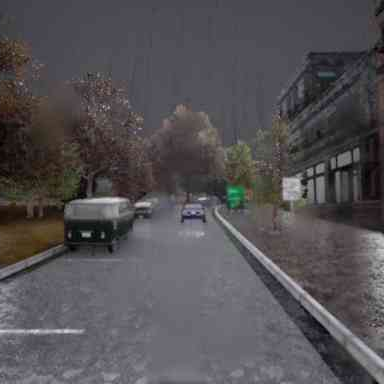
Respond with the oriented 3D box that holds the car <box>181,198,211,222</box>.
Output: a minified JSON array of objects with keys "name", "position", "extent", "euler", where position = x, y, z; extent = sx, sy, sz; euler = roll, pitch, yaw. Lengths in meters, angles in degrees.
[{"name":"car","position":[0.113,1.467,25.281],"extent":[2.033,1.411,5.357],"euler":[0,0,0]}]

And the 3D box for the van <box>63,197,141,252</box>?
[{"name":"van","position":[-3.628,1.233,13.883],"extent":[1.878,1.987,4.442],"euler":[1,0,2]}]

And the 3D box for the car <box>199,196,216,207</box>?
[{"name":"car","position":[1.549,1.305,42.801],"extent":[1.812,1.442,4.674],"euler":[-1,0,11]}]

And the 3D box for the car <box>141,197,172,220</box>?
[{"name":"car","position":[-3.404,1.255,30.845],"extent":[2.185,1.767,4.553],"euler":[-1,1,2]}]

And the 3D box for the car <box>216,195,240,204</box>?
[{"name":"car","position":[6.847,1.459,62.843],"extent":[2.097,1.535,5.008],"euler":[-3,-3,36]}]

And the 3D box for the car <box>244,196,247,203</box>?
[{"name":"car","position":[10.375,1.545,67.291],"extent":[2.231,1.521,4.892],"euler":[-4,-3,42]}]

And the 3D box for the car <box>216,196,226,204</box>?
[{"name":"car","position":[3.409,1.403,58.097],"extent":[2.231,1.521,4.892],"euler":[-2,-1,29]}]
